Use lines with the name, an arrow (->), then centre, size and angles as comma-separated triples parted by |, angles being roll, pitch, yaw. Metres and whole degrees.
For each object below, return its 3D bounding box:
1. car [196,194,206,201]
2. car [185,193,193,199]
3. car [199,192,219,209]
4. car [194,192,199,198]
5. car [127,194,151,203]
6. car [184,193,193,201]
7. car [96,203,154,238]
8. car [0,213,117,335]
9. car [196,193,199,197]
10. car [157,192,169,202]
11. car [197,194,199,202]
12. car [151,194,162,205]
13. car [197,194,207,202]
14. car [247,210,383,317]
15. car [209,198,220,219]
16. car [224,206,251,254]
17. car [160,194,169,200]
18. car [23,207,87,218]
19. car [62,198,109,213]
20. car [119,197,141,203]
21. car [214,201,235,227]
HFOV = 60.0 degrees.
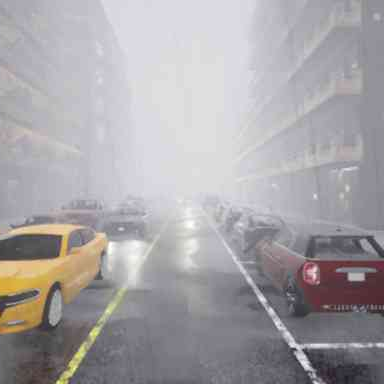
car -> 1.974, 1.185, 74.129 | 1.947, 1.339, 4.313 | 0, 0, -1
car -> -0.813, 1.024, 82.862 | 2.033, 1.411, 5.357 | 0, 0, -1
car -> 2.308, 1.094, 40.722 | 2.192, 1.841, 5.009 | 0, 0, -1
car -> 2.086, 0.987, 62.991 | 2.192, 1.841, 5.009 | 0, 0, -1
car -> -6.017, 1.169, 35.105 | 2.192, 1.841, 5.009 | 0, 0, -1
car -> -0.712, 1.165, 72.682 | 2.128, 1.511, 4.902 | 0, 0, -1
car -> -3.251, 1.493, 17.179 | 1.994, 1.385, 4.181 | 0, 0, 0
car -> -3.159, 1.458, 7.036 | 1.882, 1.535, 5.008 | 0, 0, -1
car -> 2.140, 1.243, 57.425 | 1.887, 1.381, 4.507 | 0, 0, -1
car -> -6.349, 1.008, 68.510 | 2.192, 1.841, 5.009 | 0, 0, -1
car -> 2.195, 1.276, 51.858 | 2.008, 1.369, 4.403 | 0, 0, -1
car -> -6.185, 1.339, 51.809 | 1.947, 1.339, 4.313 | 0, 0, -1
car -> 2.029, 1.196, 68.561 | 2.008, 1.369, 4.403 | 0, 0, -1
car -> 2.638, 1.387, 7.318 | 1.967, 1.590, 4.097 | 0, 0, -1
car -> 2.471, 1.386, 24.190 | 1.752, 1.417, 4.829 | 0, 0, -1
car -> 2.582, 1.469, 12.886 | 2.008, 1.369, 4.403 | 0, 0, -1
car -> -6.462, 1.223, 79.647 | 1.802, 1.307, 4.206 | 0, 0, -1
car -> -5.798, 1.511, 12.836 | 1.887, 1.381, 4.507 | 0, 0, -1
car -> -5.851, 1.253, 18.403 | 2.192, 1.841, 5.009 | 0, 0, -1
car -> -5.962, 1.408, 29.368 | 1.752, 1.417, 4.829 | 0, 0, -1
car -> 2.527, 1.440, 18.453 | 2.008, 1.369, 4.403 | 0, 0, -1
